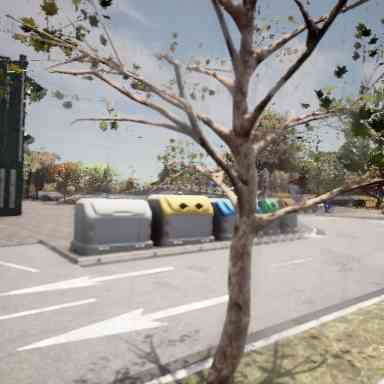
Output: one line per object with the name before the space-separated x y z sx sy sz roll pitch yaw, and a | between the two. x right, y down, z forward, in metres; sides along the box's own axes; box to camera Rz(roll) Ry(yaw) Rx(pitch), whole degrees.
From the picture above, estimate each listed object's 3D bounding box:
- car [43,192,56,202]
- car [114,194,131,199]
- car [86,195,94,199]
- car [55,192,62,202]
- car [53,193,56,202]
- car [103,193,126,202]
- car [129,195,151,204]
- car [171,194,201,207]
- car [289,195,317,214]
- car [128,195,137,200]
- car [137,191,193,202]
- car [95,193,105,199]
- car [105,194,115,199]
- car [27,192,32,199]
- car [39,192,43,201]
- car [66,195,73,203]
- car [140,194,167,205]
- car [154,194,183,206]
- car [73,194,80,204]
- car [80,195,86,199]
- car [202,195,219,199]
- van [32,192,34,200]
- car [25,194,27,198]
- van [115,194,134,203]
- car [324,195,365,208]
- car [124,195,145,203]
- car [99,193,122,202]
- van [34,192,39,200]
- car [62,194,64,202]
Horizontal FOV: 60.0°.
car | -25.565 1.059 64.169 2.185 1.767 4.553 0 -1 35
car | -5.300 1.179 35.025 2.231 1.521 4.892 0 -1 35
car | -10.357 1.181 42.313 2.231 1.521 4.892 0 -1 35
car | -18.896 1.177 54.316 1.946 1.575 5.366 1 -1 35
car | -20.475 1.214 56.928 2.163 1.488 4.792 0 -1 35
car | -19.936 1.484 85.788 2.435 2.045 5.566 1 -2 35
car | -11.336 1.609 73.379 2.185 1.767 4.553 1 -2 35
car | -0.949 1.483 58.535 2.435 2.045 5.566 1 -2 35
car | 12.832 1.477 38.679 2.435 2.045 5.566 1 -2 35
car | -3.609 1.218 32.598 2.002 1.452 4.674 1 -1 35
car | -1.926 0.925 30.144 2.435 2.045 5.566 1 -1 35
car | -8.571 1.180 40.043 1.946 1.575 5.366 0 -1 35
car | -7.002 1.053 37.436 2.185 1.767 4.553 0 -1 35
car | -33.973 0.934 76.372 2.435 2.045 5.566 0 -1 35
car | -27.239 1.187 66.628 2.231 1.521 4.892 1 -1 35
car | -15.521 1.176 49.455 1.946 1.575 5.366 1 -1 35
car | -7.848 1.485 68.465 2.435 2.045 5.566 1 -2 35
car | -4.438 1.481 63.451 2.435 2.045 5.566 1 -2 35
car | -13.727 1.181 47.175 2.097 1.535 5.008 0 -1 35
car | -12.058 1.210 44.723 2.163 1.488 4.792 1 -1 35
car | 2.467 1.479 53.521 2.435 2.045 5.566 1 -2 35
van | -32.360 0.958 73.819 1.878 1.987 4.442 1 -1 35
car | -35.659 0.934 78.804 2.435 2.045 5.566 0 -1 35
van | -16.420 1.516 80.948 1.878 1.987 4.442 1 -2 35
car | 19.038 1.126 41.711 1.882 1.535 5.008 2 3 -34
car | -13.071 1.609 75.862 2.185 1.767 4.553 1 -2 35
car | -21.648 1.486 88.325 2.435 2.045 5.566 1 -2 35
van | -30.673 0.958 71.388 1.878 1.987 4.442 1 -1 35
car | -17.111 1.182 52.044 2.097 1.535 5.008 1 -1 35
